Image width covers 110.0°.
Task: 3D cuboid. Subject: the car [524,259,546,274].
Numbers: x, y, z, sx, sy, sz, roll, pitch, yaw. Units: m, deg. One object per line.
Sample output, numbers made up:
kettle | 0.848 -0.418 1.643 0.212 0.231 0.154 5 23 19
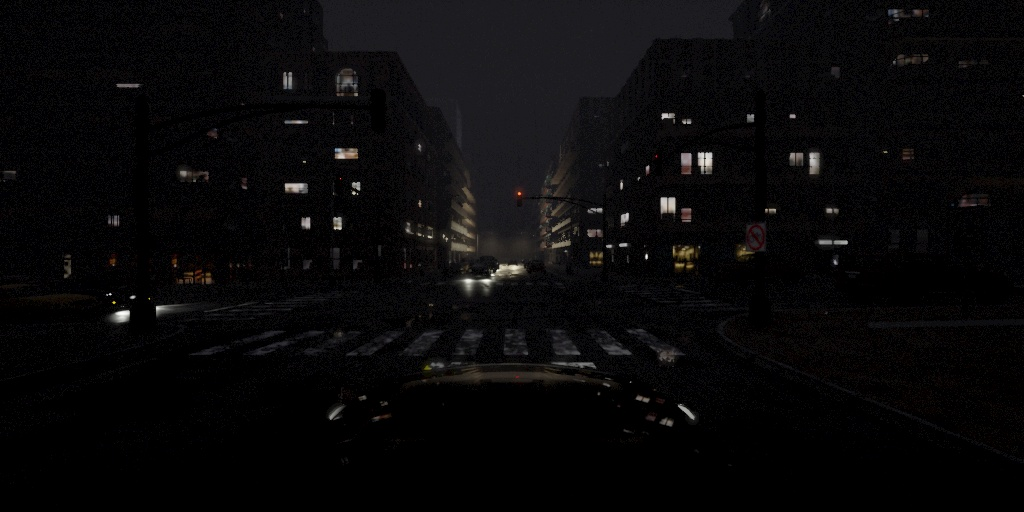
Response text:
car | 2.769 1.198 40.785 1.967 1.591 4.097 0 0 0

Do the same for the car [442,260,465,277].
car | -5.623 1.322 35.117 1.948 1.339 4.313 0 0 0

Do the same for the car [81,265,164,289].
car | -23.560 1.462 21.123 5.009 1.841 2.192 0 0 0

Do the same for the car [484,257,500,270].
car | -2.979 1.116 54.416 2.097 1.767 4.553 0 0 0

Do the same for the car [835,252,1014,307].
car | 14.733 0.775 13.032 5.009 1.841 2.192 0 0 0

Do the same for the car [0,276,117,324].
car | -17.608 1.585 12.815 4.829 1.417 1.751 0 0 0

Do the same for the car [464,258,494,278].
car | -3.036 1.233 34.102 1.882 1.535 5.008 0 0 0

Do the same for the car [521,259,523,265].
car | 2.803 1.348 57.832 1.802 1.307 4.207 0 0 0

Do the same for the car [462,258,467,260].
car | -5.612 1.283 40.630 1.751 1.417 4.829 0 0 0

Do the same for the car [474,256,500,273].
car | -3.014 0.981 44.083 2.150 2.045 5.566 0 0 0

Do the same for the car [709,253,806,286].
car | 14.615 0.759 21.412 5.009 1.841 2.192 0 0 0

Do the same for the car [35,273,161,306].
car | -18.295 1.628 15.400 4.181 1.385 1.994 -1 0 0
